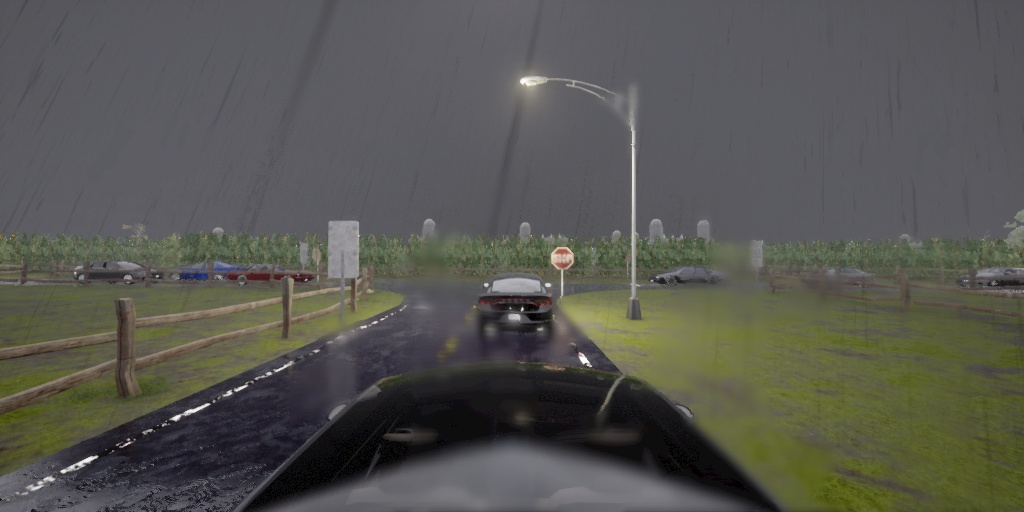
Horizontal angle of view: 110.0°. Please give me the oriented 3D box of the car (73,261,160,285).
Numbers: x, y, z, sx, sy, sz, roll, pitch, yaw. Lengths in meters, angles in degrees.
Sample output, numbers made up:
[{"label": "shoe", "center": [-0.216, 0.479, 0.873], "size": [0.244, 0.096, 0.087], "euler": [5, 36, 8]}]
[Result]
[{"label": "car", "center": [-25.609, 1.066, 23.463], "size": [4.892, 1.490, 1.837], "euler": [0, -1, 1]}]

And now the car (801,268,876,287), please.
[{"label": "car", "center": [23.642, 1.543, 26.046], "size": [4.181, 1.385, 1.994], "euler": [1, -1, 1]}]

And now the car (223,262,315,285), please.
[{"label": "car", "center": [-15.569, 1.228, 23.353], "size": [4.718, 1.301, 1.895], "euler": [0, -1, 2]}]

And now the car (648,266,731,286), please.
[{"label": "car", "center": [12.868, 1.438, 26.130], "size": [5.357, 1.411, 2.033], "euler": [0, -1, 0]}]

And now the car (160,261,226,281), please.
[{"label": "car", "center": [-22.293, 1.109, 26.392], "size": [5.008, 1.535, 1.882], "euler": [0, -1, 0]}]

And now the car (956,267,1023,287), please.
[{"label": "car", "center": [35.309, 1.570, 25.953], "size": [4.902, 1.511, 2.128], "euler": [0, -1, 1]}]

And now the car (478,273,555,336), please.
[{"label": "car", "center": [0.152, 1.230, 10.478], "size": [1.882, 1.535, 5.008], "euler": [0, 0, 2]}]
